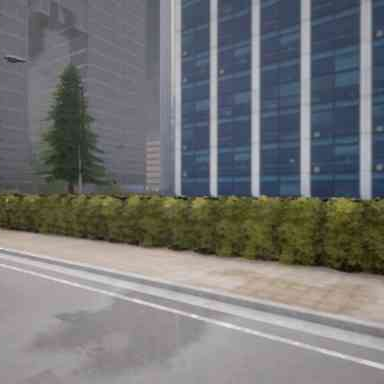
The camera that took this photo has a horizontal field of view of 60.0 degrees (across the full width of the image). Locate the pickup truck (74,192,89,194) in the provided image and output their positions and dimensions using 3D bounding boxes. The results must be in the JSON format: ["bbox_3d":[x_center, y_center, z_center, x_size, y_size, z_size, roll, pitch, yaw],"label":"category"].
[{"bbox_3d":[-21.721,0.948,66.191,6.274,2.098,2.390,0,0,-24],"label":"pickup truck"}]
